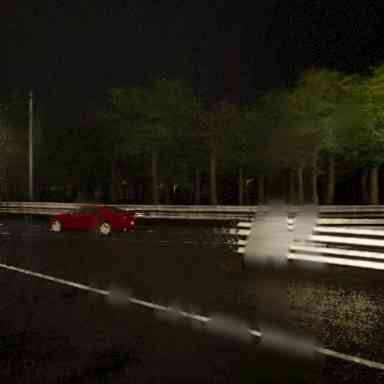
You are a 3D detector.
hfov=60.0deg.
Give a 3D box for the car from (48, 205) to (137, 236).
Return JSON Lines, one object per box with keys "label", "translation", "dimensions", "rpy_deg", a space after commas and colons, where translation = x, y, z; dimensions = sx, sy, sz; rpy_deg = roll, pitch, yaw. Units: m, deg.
{"label": "car", "translation": [-5.492, 1.480, 18.303], "dimensions": [5.008, 1.535, 1.882], "rpy_deg": [0, 0, 18]}
